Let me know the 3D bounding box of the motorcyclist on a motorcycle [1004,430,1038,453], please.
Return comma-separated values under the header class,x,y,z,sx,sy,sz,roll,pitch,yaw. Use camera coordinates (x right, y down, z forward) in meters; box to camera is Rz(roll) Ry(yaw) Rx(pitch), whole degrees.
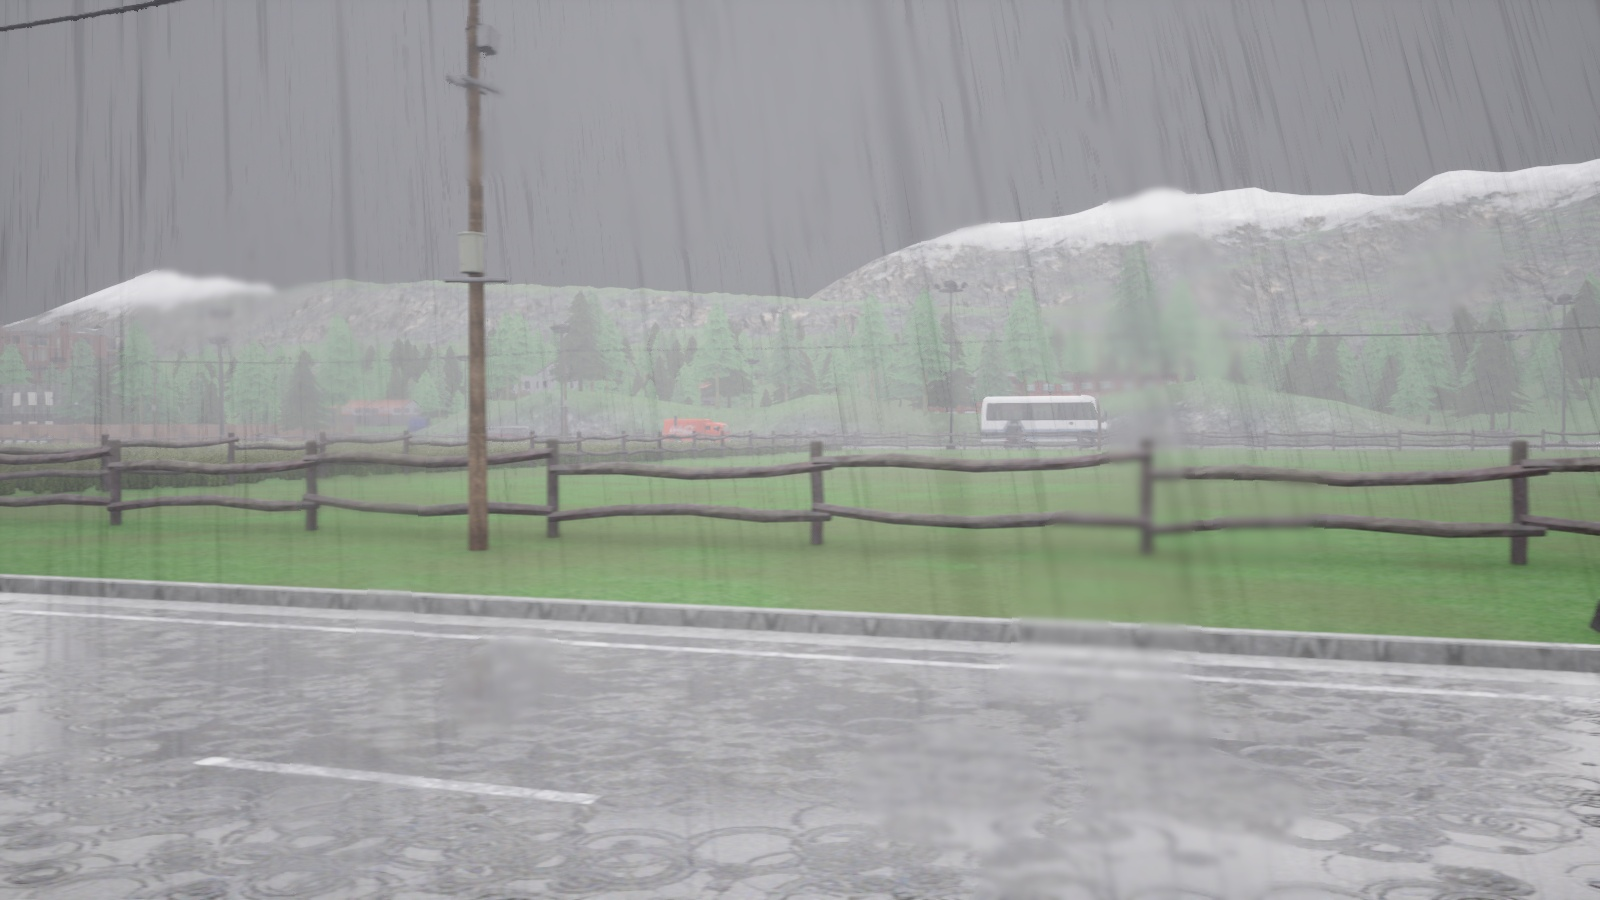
class,x,y,z,sx,sy,sz,roll,pitch,yaw
motorcyclist on a motorcycle,16.234,-0.642,92.399,2.350,1.649,0.766,1,1,18
